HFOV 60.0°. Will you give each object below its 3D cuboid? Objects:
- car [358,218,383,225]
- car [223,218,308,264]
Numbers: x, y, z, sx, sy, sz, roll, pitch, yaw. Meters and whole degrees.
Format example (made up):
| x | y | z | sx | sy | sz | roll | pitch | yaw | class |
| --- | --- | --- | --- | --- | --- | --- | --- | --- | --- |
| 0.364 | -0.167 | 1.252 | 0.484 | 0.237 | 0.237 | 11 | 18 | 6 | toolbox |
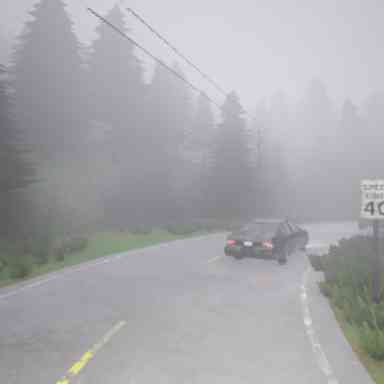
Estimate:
| x | y | z | sx | sy | sz | roll | pitch | yaw | class |
| --- | --- | --- | --- | --- | --- | --- | --- | --- | --- |
| 13.225 | 1.608 | 22.193 | 4.553 | 1.767 | 2.097 | 1 | -1 | -31 | car |
| 2.989 | 1.675 | 12.492 | 2.033 | 1.411 | 5.357 | 0 | -1 | 30 | car |
